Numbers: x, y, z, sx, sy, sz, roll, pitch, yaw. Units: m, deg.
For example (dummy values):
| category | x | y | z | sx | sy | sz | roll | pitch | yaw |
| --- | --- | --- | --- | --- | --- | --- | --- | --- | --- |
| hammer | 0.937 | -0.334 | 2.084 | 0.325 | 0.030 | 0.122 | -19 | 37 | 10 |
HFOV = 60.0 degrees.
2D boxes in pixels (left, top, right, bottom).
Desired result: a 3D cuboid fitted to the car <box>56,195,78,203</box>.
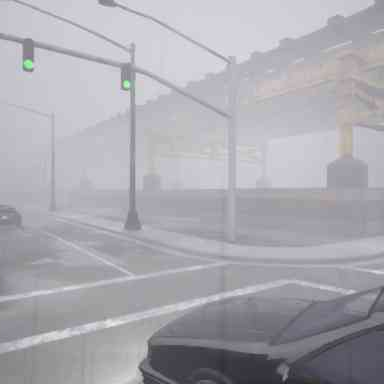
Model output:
| category | x | y | z | sx | sy | sz | roll | pitch | yaw |
| --- | --- | --- | --- | --- | --- | --- | --- | --- | --- |
| car | -25.933 | 1.396 | 69.245 | 2.038 | 1.542 | 4.974 | 0 | 0 | 9 |

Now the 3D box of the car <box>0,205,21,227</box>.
| category | x | y | z | sx | sy | sz | roll | pitch | yaw |
| --- | --- | --- | --- | --- | --- | --- | --- | --- | --- |
| car | -12.626 | 1.543 | 22.043 | 1.994 | 1.385 | 4.181 | 0 | 0 | -35 |

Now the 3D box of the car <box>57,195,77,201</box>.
| category | x | y | z | sx | sy | sz | roll | pitch | yaw |
| --- | --- | --- | --- | --- | --- | --- | --- | --- | --- |
| car | -25.925 | 1.239 | 69.296 | 1.853 | 1.218 | 4.536 | 0 | 0 | 9 |

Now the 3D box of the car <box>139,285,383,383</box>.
| category | x | y | z | sx | sy | sz | roll | pitch | yaw |
| --- | --- | --- | --- | --- | --- | --- | --- | --- | --- |
| car | 2.043 | 1.547 | 2.601 | 5.357 | 1.411 | 2.033 | 0 | 0 | 37 |

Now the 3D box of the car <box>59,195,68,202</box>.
| category | x | y | z | sx | sy | sz | roll | pitch | yaw |
| --- | --- | --- | --- | --- | --- | --- | --- | --- | --- |
| car | -23.309 | 1.400 | 65.457 | 4.974 | 1.542 | 2.038 | 0 | 0 | 19 |
